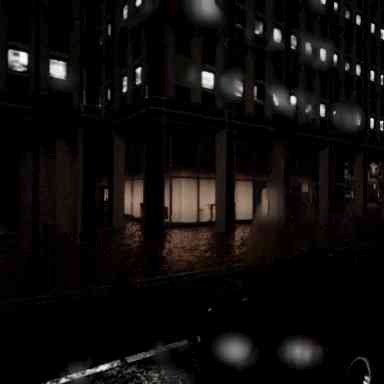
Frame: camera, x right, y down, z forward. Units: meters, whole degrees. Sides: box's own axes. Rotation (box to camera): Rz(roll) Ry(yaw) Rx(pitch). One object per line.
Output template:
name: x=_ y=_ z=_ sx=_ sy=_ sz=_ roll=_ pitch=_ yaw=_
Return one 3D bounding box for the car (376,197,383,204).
car: x=40.223 y=1.766 z=68.034 sx=1.802 sy=1.307 sz=4.206 roll=2 pitch=0 yaw=-36

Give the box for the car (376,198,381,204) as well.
car: x=33.458 y=1.420 z=63.101 sx=2.192 sy=1.841 sz=5.009 roll=2 pitch=0 yaw=-36

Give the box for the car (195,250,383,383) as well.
car: x=2.103 y=1.610 z=4.879 sx=4.181 sy=1.385 sz=1.994 roll=1 pitch=0 yaw=-36
